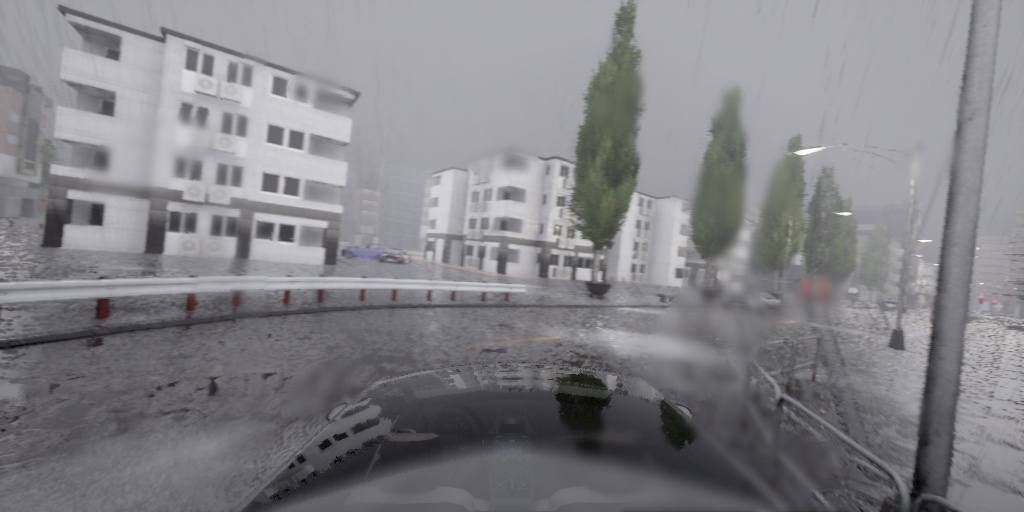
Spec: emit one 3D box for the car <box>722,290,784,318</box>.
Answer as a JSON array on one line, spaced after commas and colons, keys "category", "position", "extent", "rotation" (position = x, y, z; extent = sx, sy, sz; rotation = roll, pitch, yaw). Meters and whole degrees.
[{"category": "car", "position": [14.232, 2.722, 21.075], "extent": [4.181, 1.385, 1.994], "rotation": [6, 0, -35]}]
